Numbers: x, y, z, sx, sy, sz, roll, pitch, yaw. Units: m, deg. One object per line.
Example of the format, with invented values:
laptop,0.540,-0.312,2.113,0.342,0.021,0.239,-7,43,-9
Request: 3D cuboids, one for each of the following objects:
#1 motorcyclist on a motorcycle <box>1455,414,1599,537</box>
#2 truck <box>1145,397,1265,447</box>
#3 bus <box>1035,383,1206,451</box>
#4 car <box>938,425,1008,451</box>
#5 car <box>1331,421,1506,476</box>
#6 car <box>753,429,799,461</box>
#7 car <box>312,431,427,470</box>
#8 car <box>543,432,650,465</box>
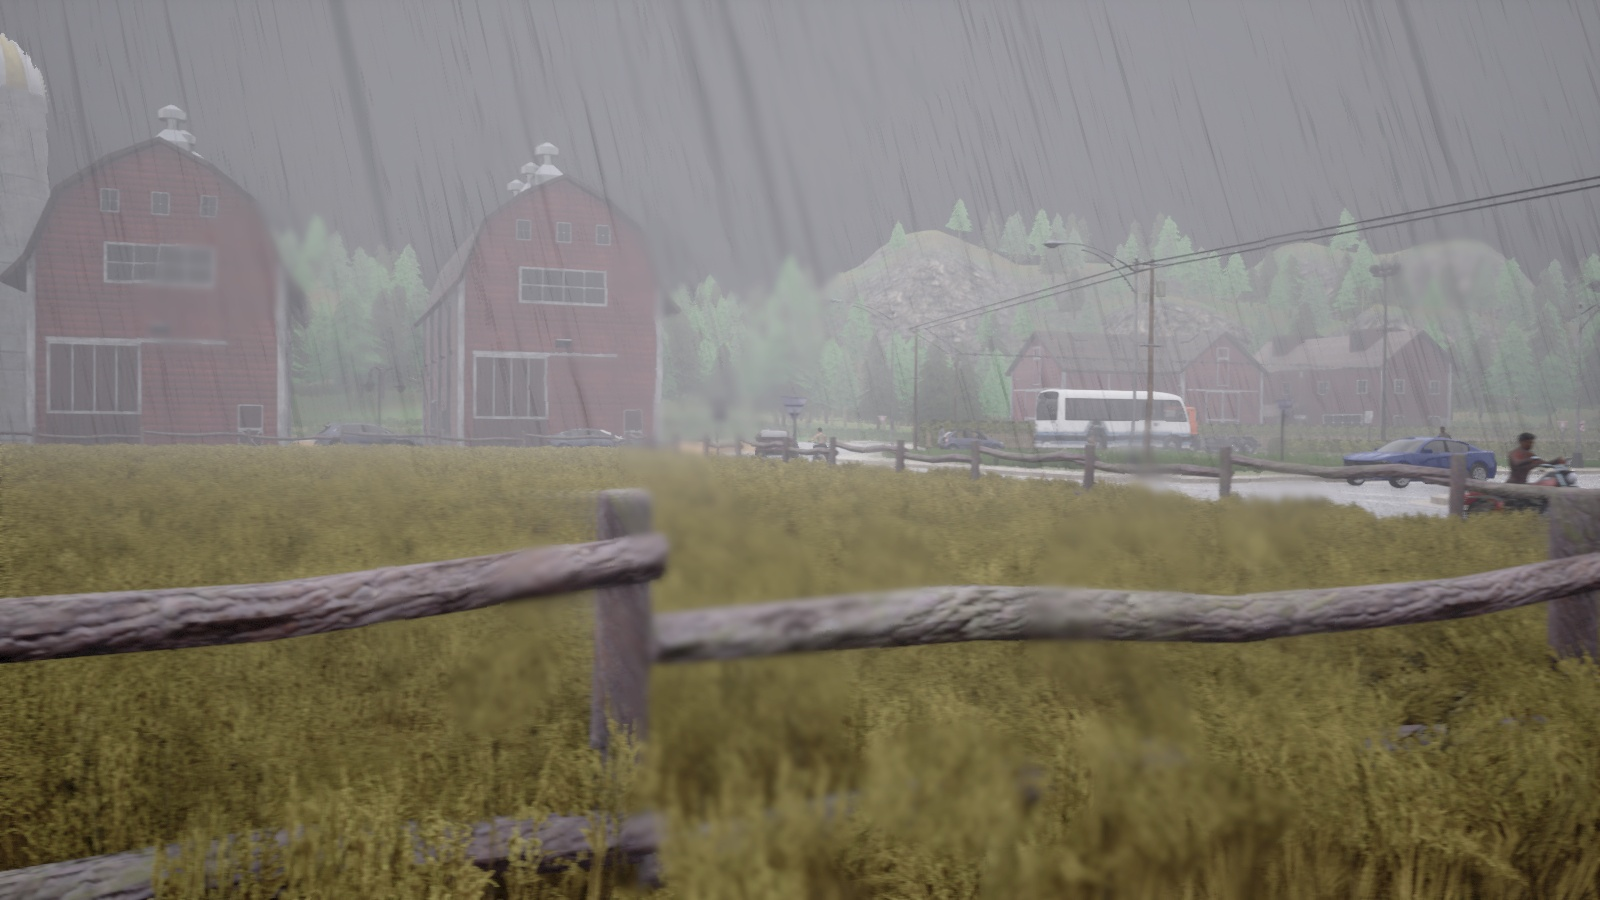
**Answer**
motorcyclist on a motorcycle,10.720,0.323,18.107,0.766,1.649,2.350,-1,1,-21
truck,28.577,-1.989,88.620,7.936,3.462,2.891,-1,1,-21
bus,20.890,-2.182,81.874,10.273,4.253,3.944,-1,1,-18
car,10.798,-0.743,78.563,3.988,1.617,1.851,0,1,-5
car,18.715,-0.073,37.970,5.008,1.535,1.882,-1,1,-22
car,-1.167,-0.298,64.104,1.882,1.535,5.008,-1,1,4
car,-19.846,-0.001,57.923,4.856,1.649,2.033,-1,1,-24
car,-9.750,-0.091,60.423,4.792,1.488,2.163,-1,1,0
